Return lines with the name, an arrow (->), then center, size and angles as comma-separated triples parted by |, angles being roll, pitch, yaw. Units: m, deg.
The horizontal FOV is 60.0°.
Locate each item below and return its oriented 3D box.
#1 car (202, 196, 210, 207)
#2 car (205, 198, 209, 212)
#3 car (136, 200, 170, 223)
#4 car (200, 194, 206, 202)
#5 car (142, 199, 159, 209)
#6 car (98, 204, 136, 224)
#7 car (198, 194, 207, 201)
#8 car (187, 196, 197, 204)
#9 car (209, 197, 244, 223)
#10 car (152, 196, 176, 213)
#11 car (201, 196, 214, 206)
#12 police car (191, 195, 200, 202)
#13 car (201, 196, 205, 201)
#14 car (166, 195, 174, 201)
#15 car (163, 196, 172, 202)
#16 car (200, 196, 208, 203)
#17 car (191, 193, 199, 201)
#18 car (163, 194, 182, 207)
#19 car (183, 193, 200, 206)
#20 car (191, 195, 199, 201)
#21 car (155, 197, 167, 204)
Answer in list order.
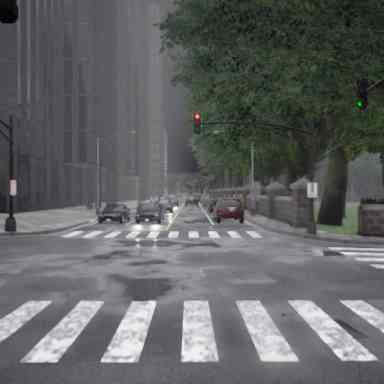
car -> 2.706, 1.582, 41.635 | 2.008, 1.369, 4.403 | 0, 0, 0
car -> 2.714, 1.591, 36.179 | 1.947, 1.339, 4.313 | 0, 0, 0
car -> -3.136, 1.561, 25.765 | 2.033, 1.411, 5.357 | 0, 0, 0
car -> 2.691, 1.485, 52.549 | 1.967, 1.590, 4.097 | 0, 0, 0
car -> -5.827, 1.620, 47.073 | 1.802, 1.307, 4.206 | 0, 0, 0
car -> -5.796, 1.579, 25.245 | 1.947, 1.339, 4.313 | 0, 0, 0
car -> 2.645, 1.406, 85.288 | 2.192, 1.841, 5.009 | 0, 0, 0
car -> -0.089, 1.538, 65.384 | 1.882, 1.535, 5.008 | 0, 0, 0
car -> 2.729, 1.328, 25.267 | 2.192, 1.841, 5.009 | 0, 0, 0
car -> -3.134, 1.552, 37.505 | 1.812, 1.442, 4.674 | 0, 0, 0
car -> 2.683, 1.492, 58.005 | 1.967, 1.590, 4.097 | 0, 0, 0
police car -> 0.796, 1.501, 76.029 | 1.930, 1.638, 5.238 | 0, 0, 0
car -> 2.699, 1.589, 47.092 | 2.008, 1.369, 4.403 | 0, 0, 0
car -> -5.887, 1.541, 90.730 | 1.967, 1.590, 4.097 | 0, 0, 0
car -> -5.872, 1.626, 79.815 | 1.887, 1.381, 4.507 | 0, 0, 0
car -> 2.660, 1.598, 74.544 | 1.752, 1.417, 4.829 | 0, 0, 0
car -> 0.774, 1.327, 91.950 | 2.150, 2.045, 5.566 | 0, 0, 0
car -> -3.133, 1.539, 53.328 | 2.128, 1.511, 4.902 | 0, 0, 0
car -> -0.024, 1.400, 55.330 | 2.097, 1.767, 4.553 | 0, 0, 0
car -> 0.782, 1.598, 85.919 | 1.837, 1.490, 4.892 | 0, 0, 0
car -> -5.849, 1.640, 63.444 | 1.802, 1.307, 4.206 | 0, 0, 0
